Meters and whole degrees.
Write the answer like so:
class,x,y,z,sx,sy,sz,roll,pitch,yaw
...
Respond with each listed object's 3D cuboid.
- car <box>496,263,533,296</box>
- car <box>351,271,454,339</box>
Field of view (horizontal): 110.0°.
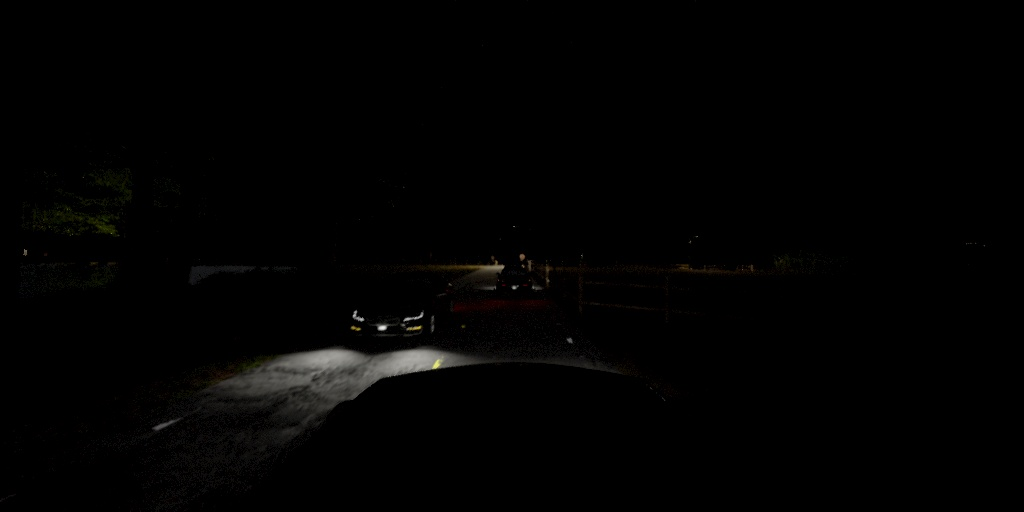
class,x,y,z,sx,sy,sz,roll,pitch,yaw
car,0.106,1.281,19.185,1.812,1.442,4.674,0,0,0
car,-2.849,1.257,10.300,1.837,1.490,4.892,0,2,0
